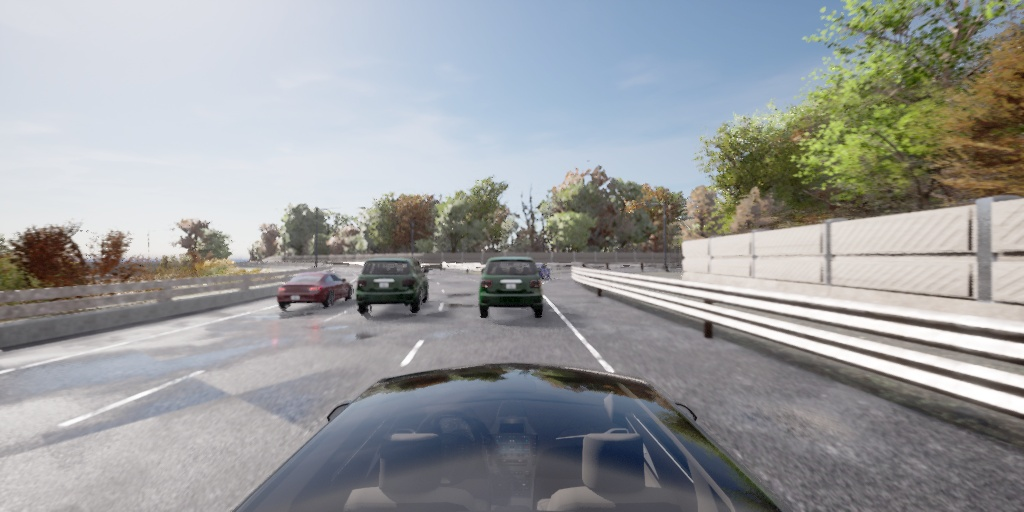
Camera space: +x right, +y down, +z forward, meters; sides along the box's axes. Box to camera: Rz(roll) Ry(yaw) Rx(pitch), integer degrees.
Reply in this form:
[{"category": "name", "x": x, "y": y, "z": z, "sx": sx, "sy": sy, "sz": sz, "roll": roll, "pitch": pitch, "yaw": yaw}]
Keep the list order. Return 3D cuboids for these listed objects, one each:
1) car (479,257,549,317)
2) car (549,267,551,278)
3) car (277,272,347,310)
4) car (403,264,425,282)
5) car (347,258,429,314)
[{"category": "car", "x": -0.033, "y": 1.070, "z": 13.818, "sx": 2.150, "sy": 2.045, "sz": 5.566, "roll": 0, "pitch": -1, "yaw": 0}, {"category": "car", "x": 2.539, "y": 1.499, "z": 35.110, "sx": 1.882, "sy": 1.535, "sz": 5.008, "roll": -1, "pitch": -1, "yaw": 18}, {"category": "car", "x": -8.418, "y": 1.408, "z": 15.621, "sx": 1.812, "sy": 1.442, "sz": 4.674, "roll": 0, "pitch": 0, "yaw": -9}, {"category": "car", "x": -9.390, "y": 1.564, "z": 34.111, "sx": 1.812, "sy": 1.442, "sz": 4.674, "roll": 0, "pitch": -1, "yaw": -18}, {"category": "car", "x": -4.722, "y": 1.091, "z": 14.798, "sx": 2.150, "sy": 2.045, "sz": 5.566, "roll": 0, "pitch": 0, "yaw": -8}]
